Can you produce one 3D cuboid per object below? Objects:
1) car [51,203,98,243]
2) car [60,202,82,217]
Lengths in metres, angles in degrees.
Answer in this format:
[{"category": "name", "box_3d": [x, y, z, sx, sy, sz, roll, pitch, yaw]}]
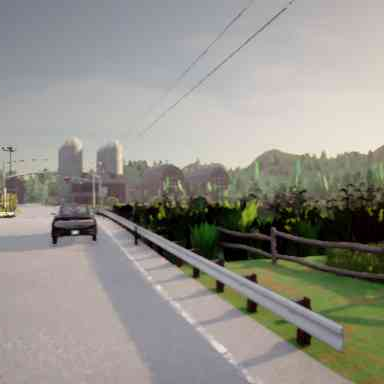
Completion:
[{"category": "car", "box_3d": [-5.530, 1.375, 15.659, 2.128, 1.511, 4.902, -1, 1, -20]}, {"category": "car", "box_3d": [-12.508, 1.791, 34.170, 1.994, 1.385, 4.181, -1, -3, -22]}]
